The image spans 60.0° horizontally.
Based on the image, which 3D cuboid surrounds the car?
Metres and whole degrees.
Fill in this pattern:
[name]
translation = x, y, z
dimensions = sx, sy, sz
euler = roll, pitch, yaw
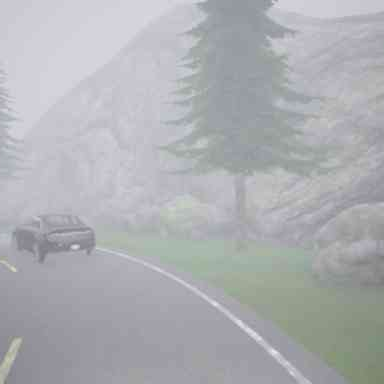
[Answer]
[car]
translation = -5.348, 1.588, 12.573
dimensions = 2.128, 1.511, 4.902
euler = -1, 0, -41
